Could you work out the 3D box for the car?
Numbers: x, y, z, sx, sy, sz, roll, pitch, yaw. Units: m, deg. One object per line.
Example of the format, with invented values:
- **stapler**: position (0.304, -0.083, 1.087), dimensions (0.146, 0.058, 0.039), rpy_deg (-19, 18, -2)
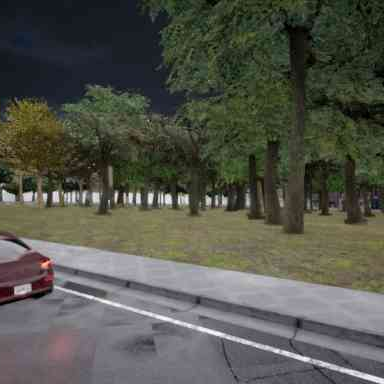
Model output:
- **car**: position (-4.807, 1.524, 7.102), dimensions (4.674, 1.442, 1.812), rpy_deg (0, 0, 35)
